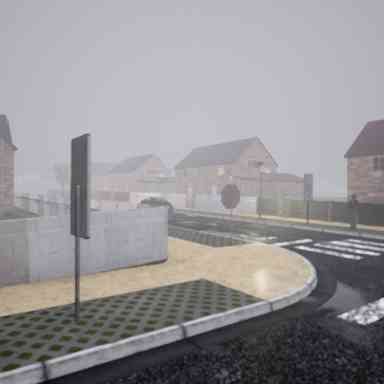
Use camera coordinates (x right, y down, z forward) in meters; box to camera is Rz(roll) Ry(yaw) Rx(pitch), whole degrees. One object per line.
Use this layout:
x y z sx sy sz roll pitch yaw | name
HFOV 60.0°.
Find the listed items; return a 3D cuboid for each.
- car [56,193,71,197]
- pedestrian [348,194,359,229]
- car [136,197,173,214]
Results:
-19.760 0.730 51.721 1.895 1.301 4.718 1 0 -36 | car
8.470 1.023 17.490 0.375 1.860 0.375 2 -1 -36 | pedestrian
-3.362 1.128 28.931 1.994 1.385 4.181 1 1 -36 | car
